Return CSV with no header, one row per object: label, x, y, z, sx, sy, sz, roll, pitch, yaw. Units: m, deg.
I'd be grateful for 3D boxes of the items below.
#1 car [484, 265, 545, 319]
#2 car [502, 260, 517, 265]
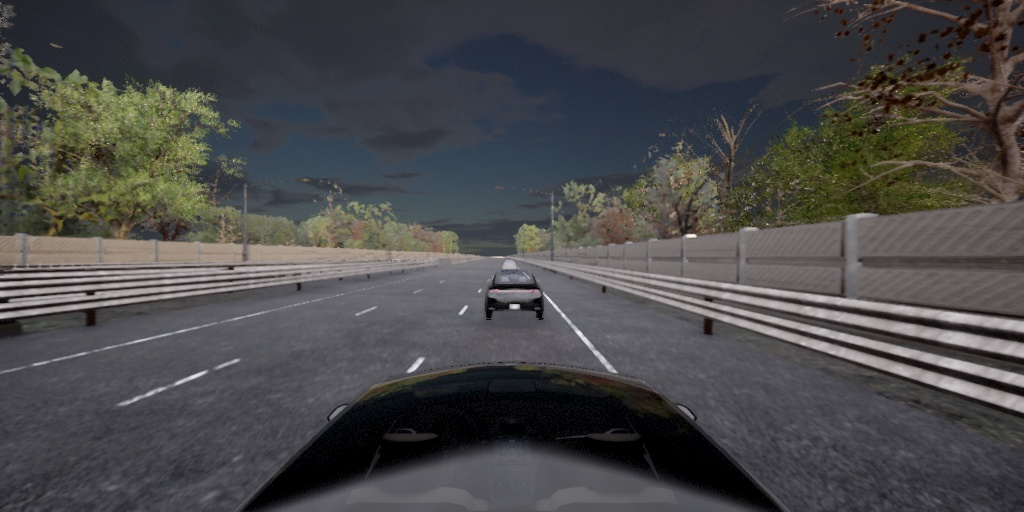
car,0.066,1.237,12.705,2.128,1.511,4.902,0,0,0
car,-0.306,1.263,44.707,1.812,1.442,4.674,0,0,-1
